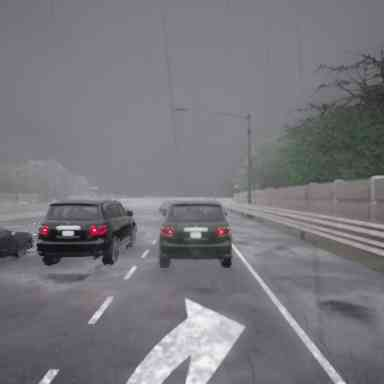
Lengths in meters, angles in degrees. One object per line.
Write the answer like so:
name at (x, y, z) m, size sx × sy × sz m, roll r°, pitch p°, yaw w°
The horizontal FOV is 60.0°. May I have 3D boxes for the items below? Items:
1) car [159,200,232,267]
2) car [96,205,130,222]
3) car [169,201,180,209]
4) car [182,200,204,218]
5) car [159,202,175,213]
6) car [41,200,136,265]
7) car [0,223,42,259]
car at (0.107, 1.281, 11.692) m, size 2.150 × 2.045 × 5.566 m, roll 0°, pitch 0°, yaw 0°
car at (-6.881, 1.851, 29.444) m, size 1.895 × 1.301 × 4.718 m, roll 0°, pitch -1°, yaw 0°
car at (-3.458, 2.503, 65.956) m, size 1.837 × 1.490 × 4.892 m, roll 0°, pitch -1°, yaw 0°
car at (0.122, 1.676, 34.247) m, size 2.097 × 1.767 × 4.553 m, roll 0°, pitch -1°, yaw 0°
car at (-3.470, 2.137, 47.205) m, size 1.994 × 1.385 × 4.181 m, roll 0°, pitch -1°, yaw 0°
car at (-3.493, 1.281, 12.067) m, size 2.150 × 2.045 × 5.566 m, roll 0°, pitch 0°, yaw 0°
car at (-6.894, 1.596, 10.090) m, size 2.033 × 1.411 × 5.357 m, roll 0°, pitch 0°, yaw 0°
